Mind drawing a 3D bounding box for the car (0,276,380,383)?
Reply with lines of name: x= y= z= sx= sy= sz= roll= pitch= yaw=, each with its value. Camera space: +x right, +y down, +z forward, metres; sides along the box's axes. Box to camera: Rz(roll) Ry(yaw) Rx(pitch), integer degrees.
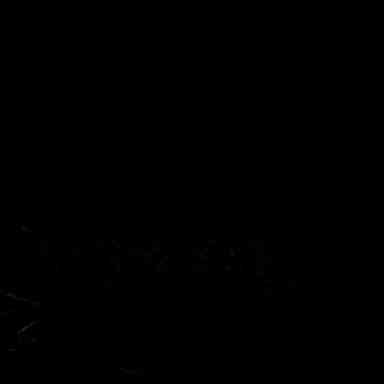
car: x=-0.523 y=1.575 z=3.333 sx=4.313 sy=1.339 sz=1.947 roll=0 pitch=0 yaw=35
